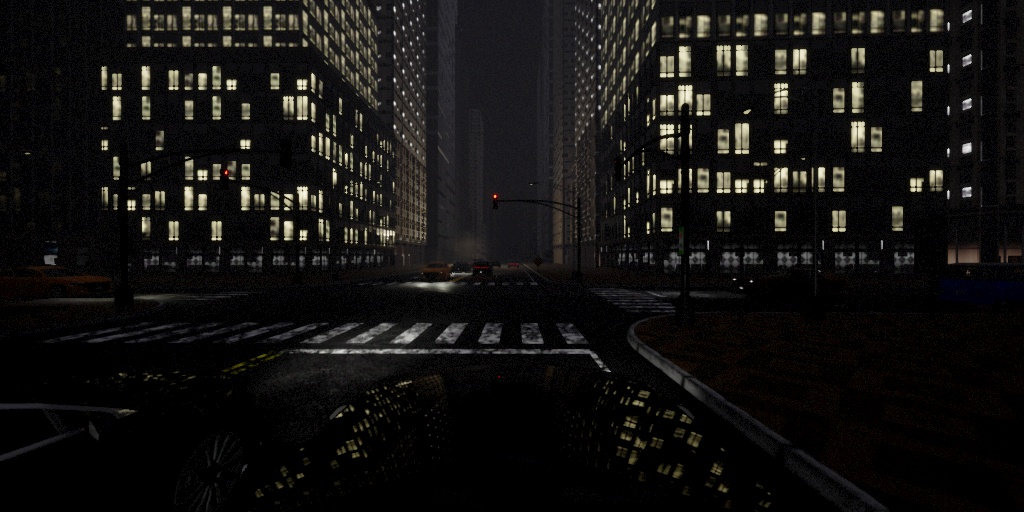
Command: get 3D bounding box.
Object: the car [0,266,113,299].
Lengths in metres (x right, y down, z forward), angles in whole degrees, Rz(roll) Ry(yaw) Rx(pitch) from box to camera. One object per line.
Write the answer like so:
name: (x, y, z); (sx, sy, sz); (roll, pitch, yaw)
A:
car: (-22.325, 1.237, 17.243); (5.008, 1.535, 1.882); (1, 0, 0)

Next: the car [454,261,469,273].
car: (-6.406, 1.369, 45.022); (1.994, 1.385, 4.181); (0, 0, 0)

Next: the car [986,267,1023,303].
car: (24.480, 1.271, 15.528); (4.902, 1.511, 2.128); (0, 0, 2)

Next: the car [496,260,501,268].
car: (-2.969, 1.372, 64.295); (1.837, 1.490, 4.892); (0, 0, 0)

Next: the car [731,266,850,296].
car: (14.349, 1.371, 18.879); (4.718, 1.301, 1.895); (0, 0, 2)

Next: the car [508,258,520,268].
car: (0.276, 1.467, 64.466); (1.895, 1.301, 4.718); (0, 0, 0)

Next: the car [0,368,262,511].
car: (-3.154, 1.241, 1.219); (2.128, 1.511, 4.902); (0, 0, 0)

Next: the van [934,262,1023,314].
van: (18.407, 1.120, 13.182); (3.998, 1.789, 1.690); (0, 0, 2)

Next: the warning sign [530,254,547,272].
warning sign: (3.024, 0.912, 41.409); (1.300, 1.860, 1.060); (0, 0, 0)

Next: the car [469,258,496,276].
car: (-2.995, 1.293, 37.202); (1.837, 1.490, 4.892); (0, 0, 0)

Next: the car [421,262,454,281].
car: (-6.329, 1.253, 30.125); (1.882, 1.535, 5.008); (0, 0, -2)
